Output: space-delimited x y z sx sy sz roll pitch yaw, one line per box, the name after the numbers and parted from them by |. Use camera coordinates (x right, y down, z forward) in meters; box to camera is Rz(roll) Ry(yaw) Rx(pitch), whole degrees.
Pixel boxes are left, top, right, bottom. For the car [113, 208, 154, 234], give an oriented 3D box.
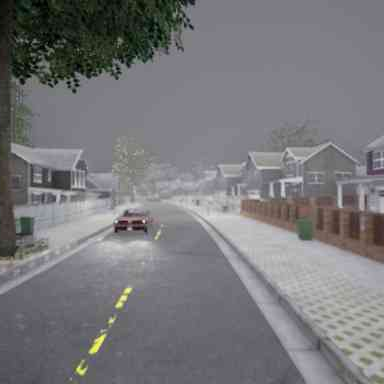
-3.312 1.632 19.534 1.895 1.301 4.718 0 0 -2 | car

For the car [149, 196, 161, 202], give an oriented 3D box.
-9.540 1.764 87.921 2.097 1.767 4.553 0 -1 -13 | car
